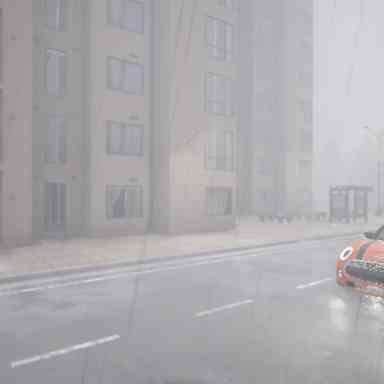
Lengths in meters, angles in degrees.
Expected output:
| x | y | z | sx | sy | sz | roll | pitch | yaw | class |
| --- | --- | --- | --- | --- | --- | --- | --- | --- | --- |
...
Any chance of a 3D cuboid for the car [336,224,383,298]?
| x | y | z | sx | sy | sz | roll | pitch | yaw | class |
| --- | --- | --- | --- | --- | --- | --- | --- | --- | --- |
| 5.501 | 1.403 | 8.066 | 4.553 | 1.767 | 2.097 | 0 | 0 | -36 | car |
